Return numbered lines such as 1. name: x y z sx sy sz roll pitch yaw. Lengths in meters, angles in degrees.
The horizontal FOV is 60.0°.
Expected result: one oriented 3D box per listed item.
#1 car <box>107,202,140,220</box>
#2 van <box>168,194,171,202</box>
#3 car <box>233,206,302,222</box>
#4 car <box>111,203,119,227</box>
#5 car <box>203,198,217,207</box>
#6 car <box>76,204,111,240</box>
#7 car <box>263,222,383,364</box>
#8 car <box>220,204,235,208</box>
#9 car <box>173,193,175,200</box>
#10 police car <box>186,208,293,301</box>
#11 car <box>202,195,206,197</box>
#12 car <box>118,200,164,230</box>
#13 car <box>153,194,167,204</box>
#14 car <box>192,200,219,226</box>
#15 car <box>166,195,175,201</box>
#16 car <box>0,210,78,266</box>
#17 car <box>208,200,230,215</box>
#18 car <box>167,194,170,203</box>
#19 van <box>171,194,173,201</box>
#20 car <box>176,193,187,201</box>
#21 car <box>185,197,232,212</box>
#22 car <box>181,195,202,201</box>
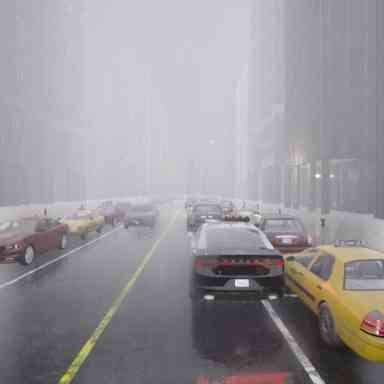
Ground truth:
1. car: -5.794 1.574 28.596 1.947 1.339 4.313 0 0 0
2. van: -5.836 1.377 68.338 1.690 1.788 3.998 0 0 0
3. car: 2.750 1.441 11.578 1.967 1.590 4.097 0 0 0
4. car: -5.787 1.550 22.918 1.887 1.381 4.507 0 0 0
5. car: 2.707 1.589 51.320 1.947 1.339 4.313 0 0 0
6. car: -5.781 1.528 17.071 1.752 1.417 4.829 0 0 0
7. car: 2.756 1.525 6.070 1.752 1.417 4.829 0 0 0
8. car: 2.743 1.547 17.255 1.887 1.381 4.507 0 0 0
9. car: -5.849 1.360 79.693 2.192 1.841 5.009 0 0 0
10. police car: 0.891 1.426 8.537 1.930 1.638 5.238 0 0 0
11. car: 2.713 1.459 45.642 1.967 1.590 4.097 0 0 0
12. car: -3.122 1.509 21.311 1.837 1.490 4.892 0 0 0
13. car: -5.824 1.468 56.983 1.967 1.590 4.097 0 0 0
14. car: 0.873 1.461 24.617 1.801 1.575 5.366 0 0 0
15. car: -5.861 1.621 91.048 1.947 1.339 4.313 0 0 0
16. car: -5.775 1.546 11.564 1.887 1.381 4.507 0 0 0
17. car: 2.725 1.578 34.288 1.947 1.339 4.313 0 0 0
18. car: -5.830 1.582 62.660 2.008 1.369 4.403 0 0 0
19. van: -5.843 1.382 74.016 1.690 1.788 3.998 0 0 0
20. car: -3.095 1.560 89.119 1.837 1.490 4.892 0 -1 0
21. car: 0.746 1.355 18.382 2.097 1.767 4.553 0 0 -1
22. car: -0.031 1.511 45.243 2.128 1.511 4.902 0 0 0
